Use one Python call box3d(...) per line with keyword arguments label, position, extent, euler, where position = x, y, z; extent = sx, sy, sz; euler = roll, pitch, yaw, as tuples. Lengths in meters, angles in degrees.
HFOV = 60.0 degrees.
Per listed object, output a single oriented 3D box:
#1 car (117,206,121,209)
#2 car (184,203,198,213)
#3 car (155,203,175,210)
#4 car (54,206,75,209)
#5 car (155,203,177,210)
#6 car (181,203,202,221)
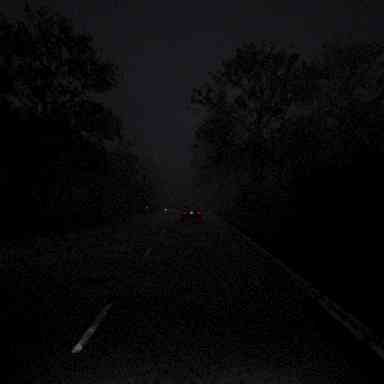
box3d(label="car", position=(-16.932, 3.216, 78.539), extent=(4.553, 1.767, 2.097), euler=(0, -3, -3))
box3d(label="car", position=(-0.148, 2.321, 48.328), extent=(2.033, 1.411, 5.357), euler=(0, -2, 0))
box3d(label="car", position=(-6.155, 3.040, 71.140), extent=(1.812, 1.442, 4.674), euler=(2, -3, -37))
box3d(label="car", position=(-30.376, 3.486, 79.203), extent=(4.718, 1.301, 1.895), euler=(-1, -3, 21))
box3d(label="car", position=(-5.985, 3.243, 75.509), extent=(4.902, 1.511, 2.128), euler=(-2, -3, 39))
box3d(label="car", position=(-0.051, 1.858, 30.434), extent=(2.033, 1.411, 5.357), euler=(0, -1, 0))
